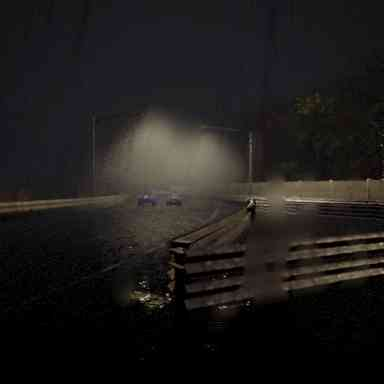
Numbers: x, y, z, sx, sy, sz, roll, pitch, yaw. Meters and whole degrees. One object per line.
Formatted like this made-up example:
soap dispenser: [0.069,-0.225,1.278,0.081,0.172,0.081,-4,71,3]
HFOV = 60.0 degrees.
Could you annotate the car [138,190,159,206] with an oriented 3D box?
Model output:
car: [-5.660,0.751,43.389,2.150,2.045,5.566,0,1,0]

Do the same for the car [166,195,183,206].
car: [-2.236,1.109,43.314,1.994,1.385,4.181,0,1,1]
